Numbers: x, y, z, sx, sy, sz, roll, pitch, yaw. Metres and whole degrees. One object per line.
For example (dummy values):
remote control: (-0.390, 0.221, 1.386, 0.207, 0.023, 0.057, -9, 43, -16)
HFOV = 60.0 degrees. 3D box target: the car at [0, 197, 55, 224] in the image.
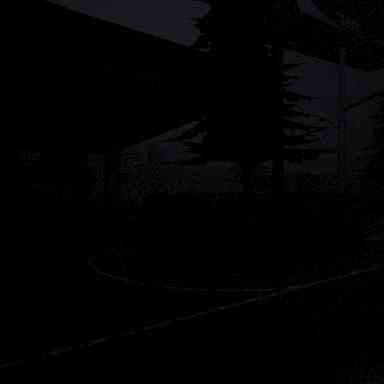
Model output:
car: (-11.918, 1.313, 23.510, 3.866, 1.878, 1.905, 0, 0, -36)
